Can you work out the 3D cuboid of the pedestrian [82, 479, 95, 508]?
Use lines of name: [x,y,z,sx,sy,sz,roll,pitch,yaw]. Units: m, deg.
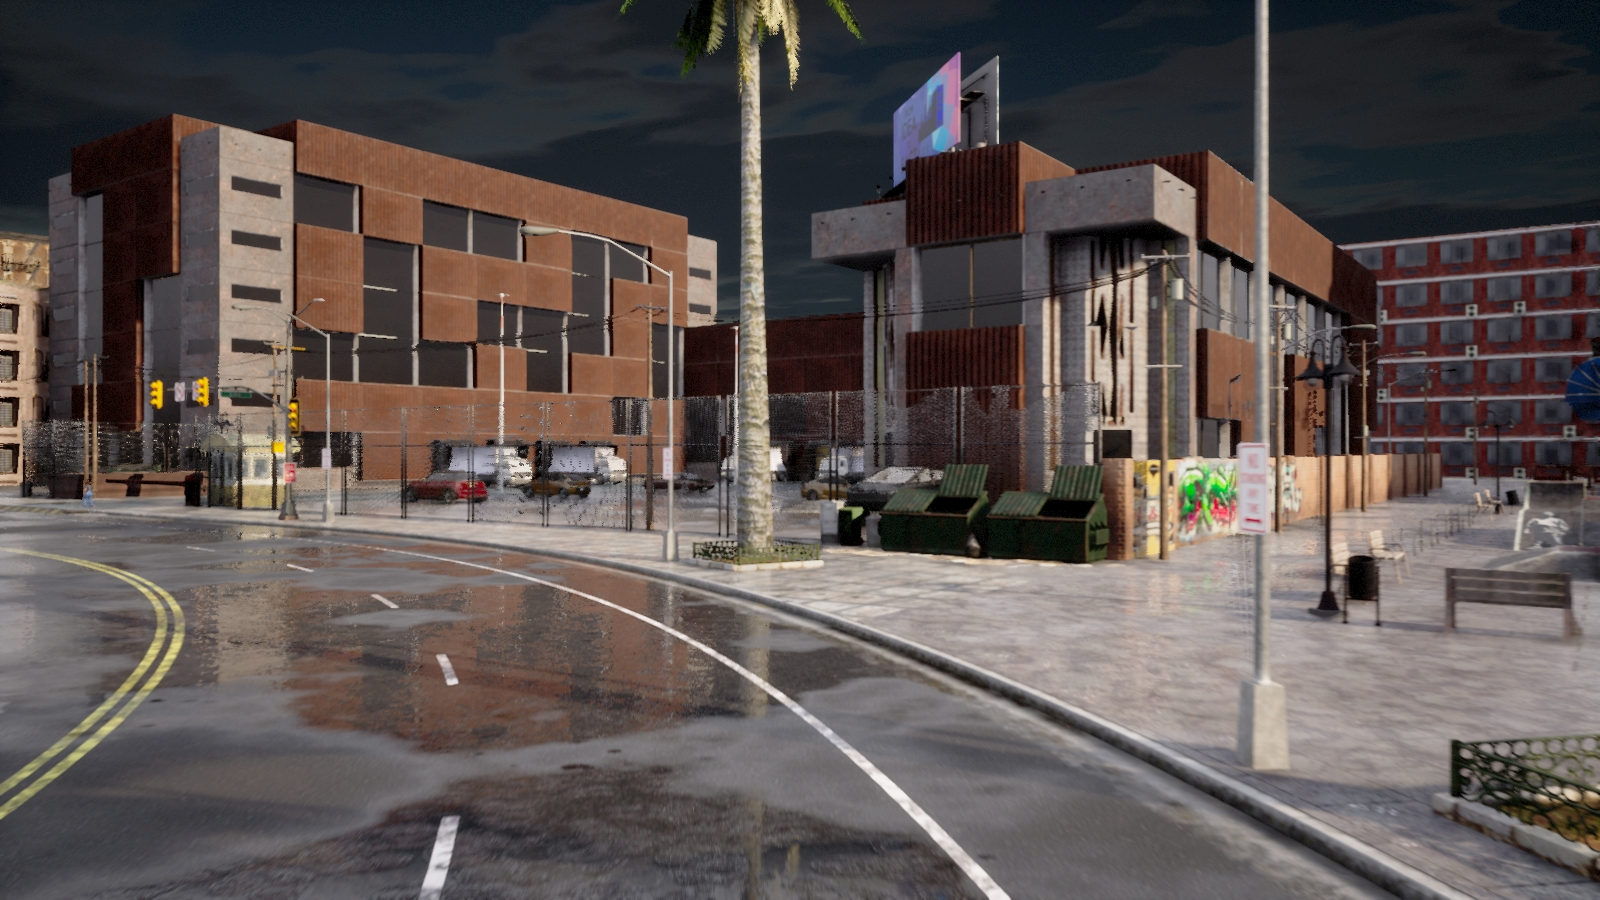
pedestrian: [-32.710,1.983,52.506,0.375,1.300,0.375,0,0,33]
